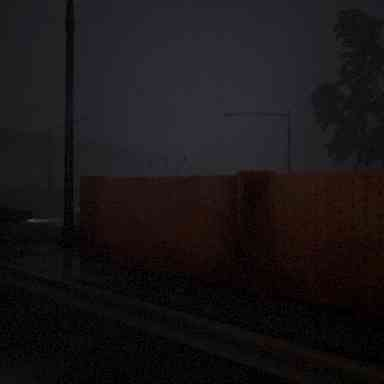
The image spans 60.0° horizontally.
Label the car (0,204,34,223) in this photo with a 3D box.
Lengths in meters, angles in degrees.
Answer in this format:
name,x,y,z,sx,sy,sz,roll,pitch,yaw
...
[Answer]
name,x,y,z,sx,sy,sz,roll,pitch,yaw
car,-12.831,1.308,20.601,2.033,1.411,5.357,1,0,39
